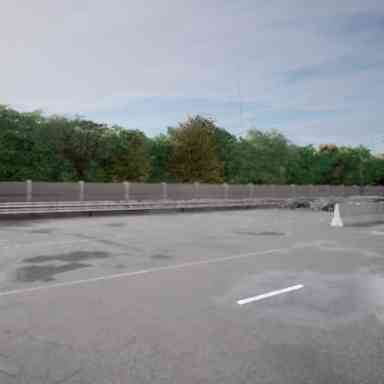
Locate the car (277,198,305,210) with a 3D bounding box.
[{"bbox_3d":[11.750,1.358,38.453,4.181,1.385,1.994,0,-1,-36],"label":"car"}]

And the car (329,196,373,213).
[{"bbox_3d":[16.012,1.264,32.867,4.553,1.767,2.097,0,0,-36],"label":"car"}]

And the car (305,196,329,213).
[{"bbox_3d":[14.937,1.260,36.406,4.553,1.767,2.097,0,0,-36],"label":"car"}]
